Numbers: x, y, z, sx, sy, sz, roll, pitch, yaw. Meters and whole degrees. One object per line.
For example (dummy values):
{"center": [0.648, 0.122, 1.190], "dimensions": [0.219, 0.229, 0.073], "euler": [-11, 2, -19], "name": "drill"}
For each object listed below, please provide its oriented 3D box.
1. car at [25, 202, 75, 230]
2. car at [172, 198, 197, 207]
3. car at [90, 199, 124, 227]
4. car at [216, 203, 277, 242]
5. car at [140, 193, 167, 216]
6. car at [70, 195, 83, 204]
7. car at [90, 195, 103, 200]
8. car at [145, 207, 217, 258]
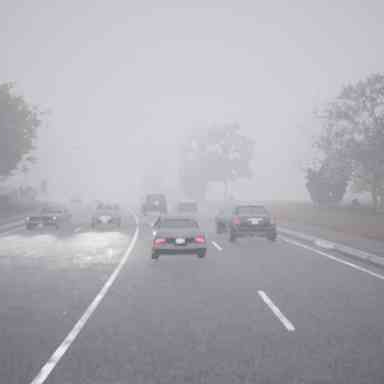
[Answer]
{"center": [-8.896, 1.565, 21.007], "dimensions": [1.895, 1.301, 4.718], "euler": [0, 0, -9], "name": "car"}
{"center": [-0.828, 1.408, 34.991], "dimensions": [1.882, 1.535, 5.008], "euler": [0, 0, -13], "name": "car"}
{"center": [-5.593, 1.450, 22.268], "dimensions": [2.128, 1.511, 4.902], "euler": [0, 0, -9], "name": "car"}
{"center": [2.477, 1.315, 16.398], "dimensions": [2.097, 1.767, 4.553], "euler": [0, 0, -6], "name": "car"}
{"center": [-3.757, 1.158, 32.300], "dimensions": [2.150, 2.045, 5.566], "euler": [0, 0, -13], "name": "car"}
{"center": [-20.938, 1.352, 60.254], "dimensions": [1.882, 1.535, 5.008], "euler": [0, 0, -25], "name": "car"}
{"center": [-17.680, 1.354, 61.557], "dimensions": [1.882, 1.535, 5.008], "euler": [0, 0, -24], "name": "car"}
{"center": [-0.594, 1.521, 12.631], "dimensions": [2.033, 1.411, 5.357], "euler": [0, 0, -5], "name": "car"}
